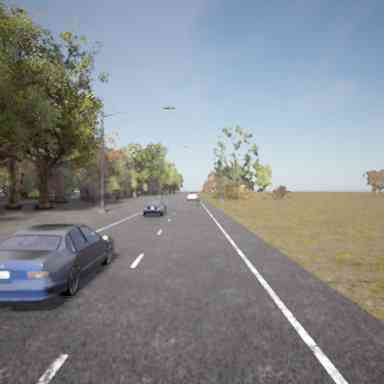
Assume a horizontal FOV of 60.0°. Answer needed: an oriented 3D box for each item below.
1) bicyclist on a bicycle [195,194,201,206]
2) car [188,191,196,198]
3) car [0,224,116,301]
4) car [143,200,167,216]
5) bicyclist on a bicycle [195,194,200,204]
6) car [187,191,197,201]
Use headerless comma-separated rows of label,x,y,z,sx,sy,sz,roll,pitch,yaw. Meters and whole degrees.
bicyclist on a bicycle,0.961,1.277,46.973,0.582,1.620,1.656,0,0,0
car,-0.002,0.694,93.546,2.150,2.045,5.566,0,0,0
car,-3.400,1.515,8.436,2.033,1.411,5.357,0,0,0
car,-3.403,1.430,31.075,2.033,1.411,5.357,0,0,0
bicyclist on a bicycle,0.957,1.224,57.016,0.866,1.612,1.509,0,0,0
car,-0.001,0.937,77.215,2.150,2.045,5.566,0,0,0
